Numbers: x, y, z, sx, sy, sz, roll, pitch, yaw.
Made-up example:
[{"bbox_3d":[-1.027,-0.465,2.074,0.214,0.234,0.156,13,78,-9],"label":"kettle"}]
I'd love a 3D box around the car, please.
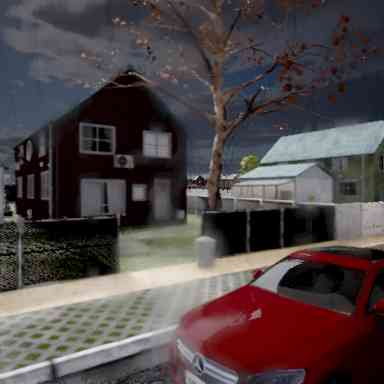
[{"bbox_3d":[1.921,1.524,4.452,4.674,1.442,1.812,0,0,-36],"label":"car"}]
